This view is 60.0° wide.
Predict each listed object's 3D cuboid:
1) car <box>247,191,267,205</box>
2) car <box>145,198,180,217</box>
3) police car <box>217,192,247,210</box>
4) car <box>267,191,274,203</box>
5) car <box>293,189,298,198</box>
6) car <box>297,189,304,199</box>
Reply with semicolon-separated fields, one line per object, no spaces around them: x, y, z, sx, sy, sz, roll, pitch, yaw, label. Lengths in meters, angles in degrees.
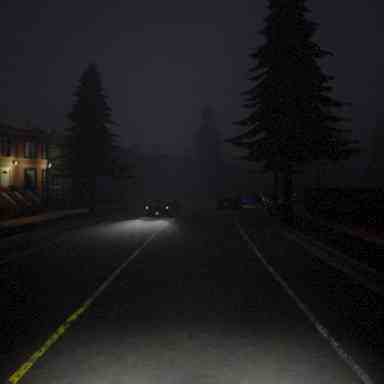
7.203;0.722;40.627;1.882;1.535;5.008;1;1;27;car
-2.151;1.126;25.246;1.895;1.301;4.718;0;1;7;car
3.765;0.829;31.984;1.930;1.638;5.238;0;1;16;police car
10.112;0.662;45.475;1.837;1.490;4.892;1;1;34;car
19.559;0.222;61.123;4.553;1.767;2.097;-1;1;-35;car
20.981;0.493;57.984;4.181;1.385;1.994;-1;1;-35;car
